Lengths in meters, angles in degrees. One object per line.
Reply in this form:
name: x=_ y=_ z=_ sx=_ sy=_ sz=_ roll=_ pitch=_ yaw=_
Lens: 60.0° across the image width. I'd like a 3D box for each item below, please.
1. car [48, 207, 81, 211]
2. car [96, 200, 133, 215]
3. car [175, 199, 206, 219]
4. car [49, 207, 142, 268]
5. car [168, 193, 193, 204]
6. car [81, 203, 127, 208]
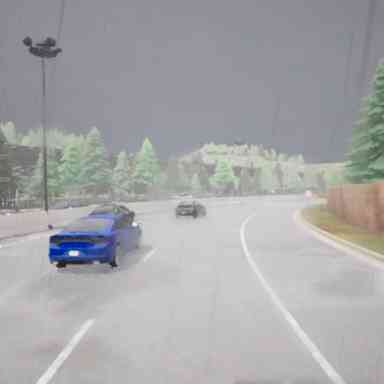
car: x=-13.172 y=1.688 z=34.859 sx=1.882 sy=1.535 sz=5.008 roll=-1 pitch=0 yaw=17
car: x=-8.653 y=1.667 z=37.596 sx=1.812 sy=1.442 sz=4.674 roll=-1 pitch=0 yaw=19
car: x=-0.039 y=1.498 z=29.252 sx=2.128 sy=1.511 sz=4.902 roll=-1 pitch=0 yaw=15
car: x=-3.076 y=1.527 z=11.602 sx=1.882 sy=1.535 sz=5.008 roll=-1 pitch=0 yaw=4
car: x=-2.184 y=1.267 z=66.443 sx=2.150 sy=2.045 sz=5.566 roll=-1 pitch=0 yaw=33
car: x=-5.210 y=1.590 z=22.290 sx=1.837 sy=1.490 sz=4.892 roll=-1 pitch=0 yaw=10
